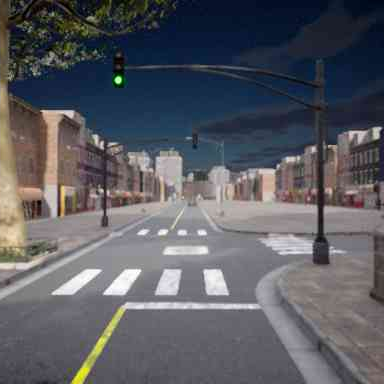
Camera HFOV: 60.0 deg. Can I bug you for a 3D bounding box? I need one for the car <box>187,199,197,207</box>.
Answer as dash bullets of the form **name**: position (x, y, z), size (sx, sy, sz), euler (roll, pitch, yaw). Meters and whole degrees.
- **car**: position (0.034, 2.214, 67.788), size (2.128, 1.511, 4.902), euler (0, -1, 0)
